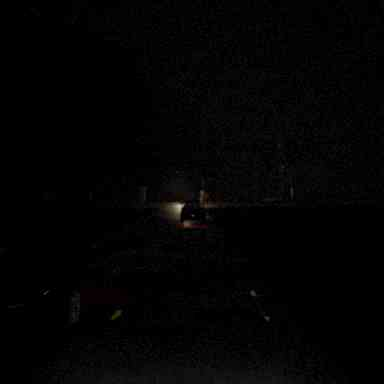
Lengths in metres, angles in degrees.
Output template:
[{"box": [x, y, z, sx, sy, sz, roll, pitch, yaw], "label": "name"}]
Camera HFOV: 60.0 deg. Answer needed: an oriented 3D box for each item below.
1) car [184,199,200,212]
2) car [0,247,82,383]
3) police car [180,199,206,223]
[{"box": [0.032, 1.667, 41.794, 1.837, 1.490, 4.892, 0, 0, 0], "label": "car"}, {"box": [-2.844, 1.537, 4.255, 1.812, 1.442, 4.674, 0, 0, 0], "label": "car"}, {"box": [0.066, 1.507, 26.664, 1.930, 1.638, 5.238, 0, 0, 0], "label": "police car"}]
